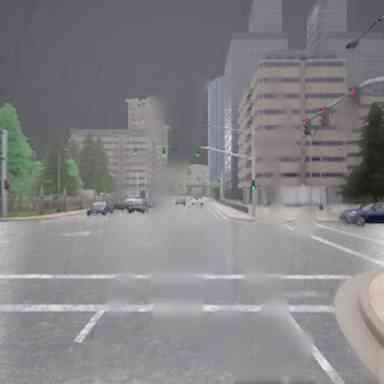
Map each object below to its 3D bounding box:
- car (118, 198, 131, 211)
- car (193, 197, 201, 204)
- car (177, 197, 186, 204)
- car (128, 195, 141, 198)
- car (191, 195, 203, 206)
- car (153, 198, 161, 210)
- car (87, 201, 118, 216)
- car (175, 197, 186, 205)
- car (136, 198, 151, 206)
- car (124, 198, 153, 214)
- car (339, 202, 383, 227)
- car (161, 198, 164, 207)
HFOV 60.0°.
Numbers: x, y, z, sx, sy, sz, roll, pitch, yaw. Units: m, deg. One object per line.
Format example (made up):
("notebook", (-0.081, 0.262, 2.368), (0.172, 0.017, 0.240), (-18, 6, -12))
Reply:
("car", (-9.769, 1.885, 45.125), (1.895, 1.301, 4.718), (0, 0, 1))
("car", (1.138, 2.002, 76.230), (1.812, 1.442, 4.674), (0, 0, 1))
("car", (-2.355, 1.962, 76.918), (1.882, 1.535, 5.008), (0, 0, 1))
("car", (-9.655, 1.569, 55.087), (2.150, 2.045, 5.566), (0, 0, 1))
("car", (1.043, 1.641, 66.547), (2.150, 2.045, 5.566), (0, 0, 1))
("car", (-6.226, 1.874, 49.110), (1.994, 1.385, 4.181), (0, 0, 0))
("car", (-9.844, 1.753, 36.026), (1.812, 1.442, 4.674), (0, 0, 1))
("car", (-2.343, 1.992, 67.962), (1.994, 1.385, 4.181), (0, 0, 1))
("car", (-9.506, 1.903, 65.317), (2.128, 1.511, 4.902), (0, 0, 1))
("car", (-6.322, 1.799, 39.903), (2.033, 1.411, 5.357), (0, 0, 1))
("car", (12.950, 1.502, 23.697), (4.553, 1.767, 2.097), (0, 0, 1))
("car", (-6.100, 1.853, 59.567), (1.882, 1.535, 5.008), (0, 0, 0))
